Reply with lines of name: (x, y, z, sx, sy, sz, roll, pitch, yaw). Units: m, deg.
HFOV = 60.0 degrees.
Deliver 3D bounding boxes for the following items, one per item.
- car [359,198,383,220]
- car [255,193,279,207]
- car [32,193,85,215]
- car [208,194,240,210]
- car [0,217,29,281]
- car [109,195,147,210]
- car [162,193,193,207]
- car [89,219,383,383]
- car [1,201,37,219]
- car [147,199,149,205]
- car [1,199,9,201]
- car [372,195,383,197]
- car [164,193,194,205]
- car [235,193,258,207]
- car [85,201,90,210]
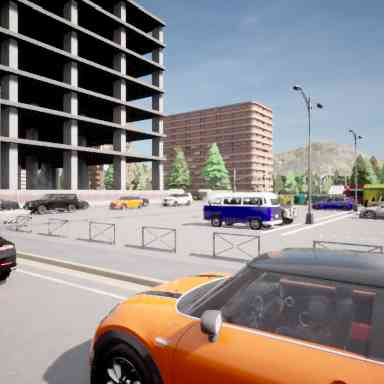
car: (14.651, 1.395, 24.775, 3.806, 1.475, 1.970, 0, 0, 36)
car: (13.963, 1.470, 61.443, 1.812, 1.442, 4.674, 0, 0, 35)
car: (-14.212, 1.166, 33.982, 2.150, 2.045, 5.566, 0, 0, 35)
car: (4.704, 1.470, 48.336, 1.812, 1.442, 4.674, 0, 0, 35)
car: (-6.439, 1.492, 8.536, 4.902, 1.511, 2.128, 0, 0, 35)
car: (-8.335, 1.297, 42.310, 2.097, 1.767, 4.553, 0, 0, 35)
car: (-2.259, 1.166, 50.894, 2.150, 2.045, 5.566, 0, 0, 35)
car: (1.074, 1.352, 3.223, 4.553, 1.767, 2.097, 0, 0, 35)
car: (-13.448, 1.543, 22.545, 1.895, 1.301, 4.718, 0, 0, 35)
car: (-8.353, 1.436, 48.351, 2.128, 1.511, 4.902, 0, 0, 35)
car: (-19.519, 1.436, 32.551, 2.128, 1.511, 4.902, 0, 0, 36)
car: (17.857, 1.153, 29.341, 4.605, 1.855, 1.932, 0, 0, 36)
car: (-2.148, 1.166, 57.076, 2.150, 2.045, 5.566, 0, 0, 36)
car: (10.801, 1.167, 63.033, 2.150, 2.045, 5.566, 0, 0, 35)
car: (-14.377, 1.508, 39.825, 1.994, 1.385, 4.181, 0, 0, 35)
